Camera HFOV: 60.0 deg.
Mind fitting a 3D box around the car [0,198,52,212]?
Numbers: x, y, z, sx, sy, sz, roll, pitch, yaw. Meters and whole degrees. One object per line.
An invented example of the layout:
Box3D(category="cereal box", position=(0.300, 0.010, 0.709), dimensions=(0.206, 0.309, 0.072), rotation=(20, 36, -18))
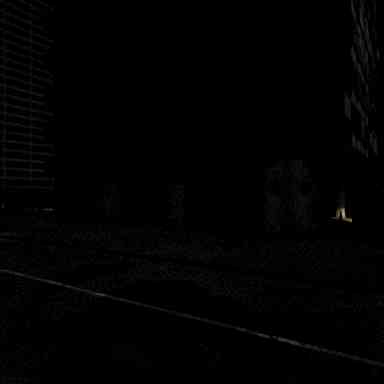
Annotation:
Box3D(category="car", position=(-19.790, 1.492, 39.438), dimensions=(2.128, 1.511, 4.902), rotation=(0, 0, 33))

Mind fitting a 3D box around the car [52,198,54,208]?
Box3D(category="car", position=(-18.256, 1.221, 48.166), dimensions=(2.150, 2.045, 5.566), rotation=(0, 0, 33))
